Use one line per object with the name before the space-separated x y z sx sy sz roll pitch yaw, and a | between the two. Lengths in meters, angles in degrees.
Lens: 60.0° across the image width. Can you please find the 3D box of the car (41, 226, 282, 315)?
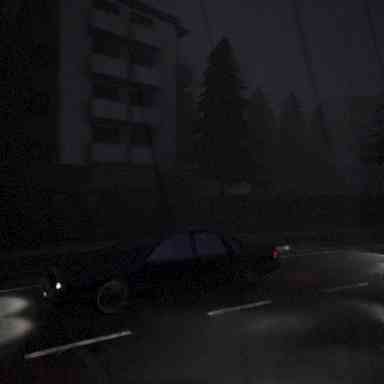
car | -0.435 1.510 7.546 5.357 1.411 2.033 0 0 -30

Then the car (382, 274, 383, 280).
car | 6.297 1.595 6.836 4.718 1.301 1.895 0 0 -22
